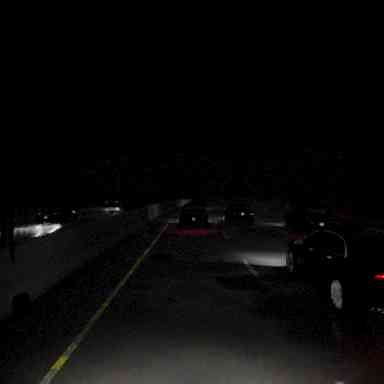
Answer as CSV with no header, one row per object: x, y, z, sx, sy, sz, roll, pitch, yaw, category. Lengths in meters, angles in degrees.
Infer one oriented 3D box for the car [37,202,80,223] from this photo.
-10.551,1.583,26.508,2.128,1.511,4.902,0,0,1,car

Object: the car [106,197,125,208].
-11.961,1.534,53.112,2.097,1.767,4.553,0,0,12,car

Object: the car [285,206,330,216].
7.108,1.597,20.515,1.812,1.442,4.674,0,0,0,car

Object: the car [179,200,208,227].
0.109,1.558,23.358,1.882,1.535,5.008,0,0,0,car

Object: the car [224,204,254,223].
3.611,1.638,26.209,2.033,1.411,5.357,0,0,0,car

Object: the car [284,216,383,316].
3.604,1.531,7.576,1.837,1.490,4.892,0,0,0,car

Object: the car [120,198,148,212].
-6.671,1.686,40.283,2.033,1.411,5.357,0,0,5,car

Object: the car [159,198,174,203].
-4.789,1.891,66.684,1.895,1.301,4.718,0,0,19,car
